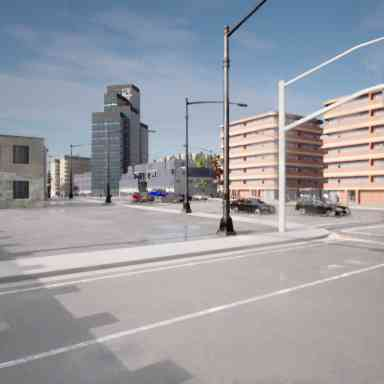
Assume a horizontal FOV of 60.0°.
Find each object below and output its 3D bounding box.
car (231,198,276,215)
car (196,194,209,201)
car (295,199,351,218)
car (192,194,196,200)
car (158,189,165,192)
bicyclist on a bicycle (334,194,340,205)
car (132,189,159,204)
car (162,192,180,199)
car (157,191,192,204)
[{"bbox_3d":[5.756,1.352,31.467,1.837,1.490,4.892,0,1,-34],"label":"car"},{"bbox_3d":[1.042,0.957,63.344,1.895,1.301,4.718,0,1,-34],"label":"car"},{"bbox_3d":[11.448,1.396,29.343,2.128,1.511,4.902,0,1,-34],"label":"car"},{"bbox_3d":[-1.842,0.860,61.459,1.837,1.490,4.892,0,1,-34],"label":"car"},{"bbox_3d":[-7.497,0.332,69.631,2.150,2.045,5.566,0,1,-34],"label":"car"},{"bbox_3d":[20.042,1.091,45.989,1.656,1.620,0.582,0,1,-34],"label":"bicyclist on a bicycle"},{"bbox_3d":[-7.381,0.809,50.722,2.097,1.767,4.553,0,1,-34],"label":"car"},{"bbox_3d":[-4.592,0.659,71.584,1.994,1.385,4.181,0,1,-34],"label":"car"},{"bbox_3d":[-2.695,1.061,50.048,2.033,1.411,5.357,0,1,-34],"label":"car"}]
